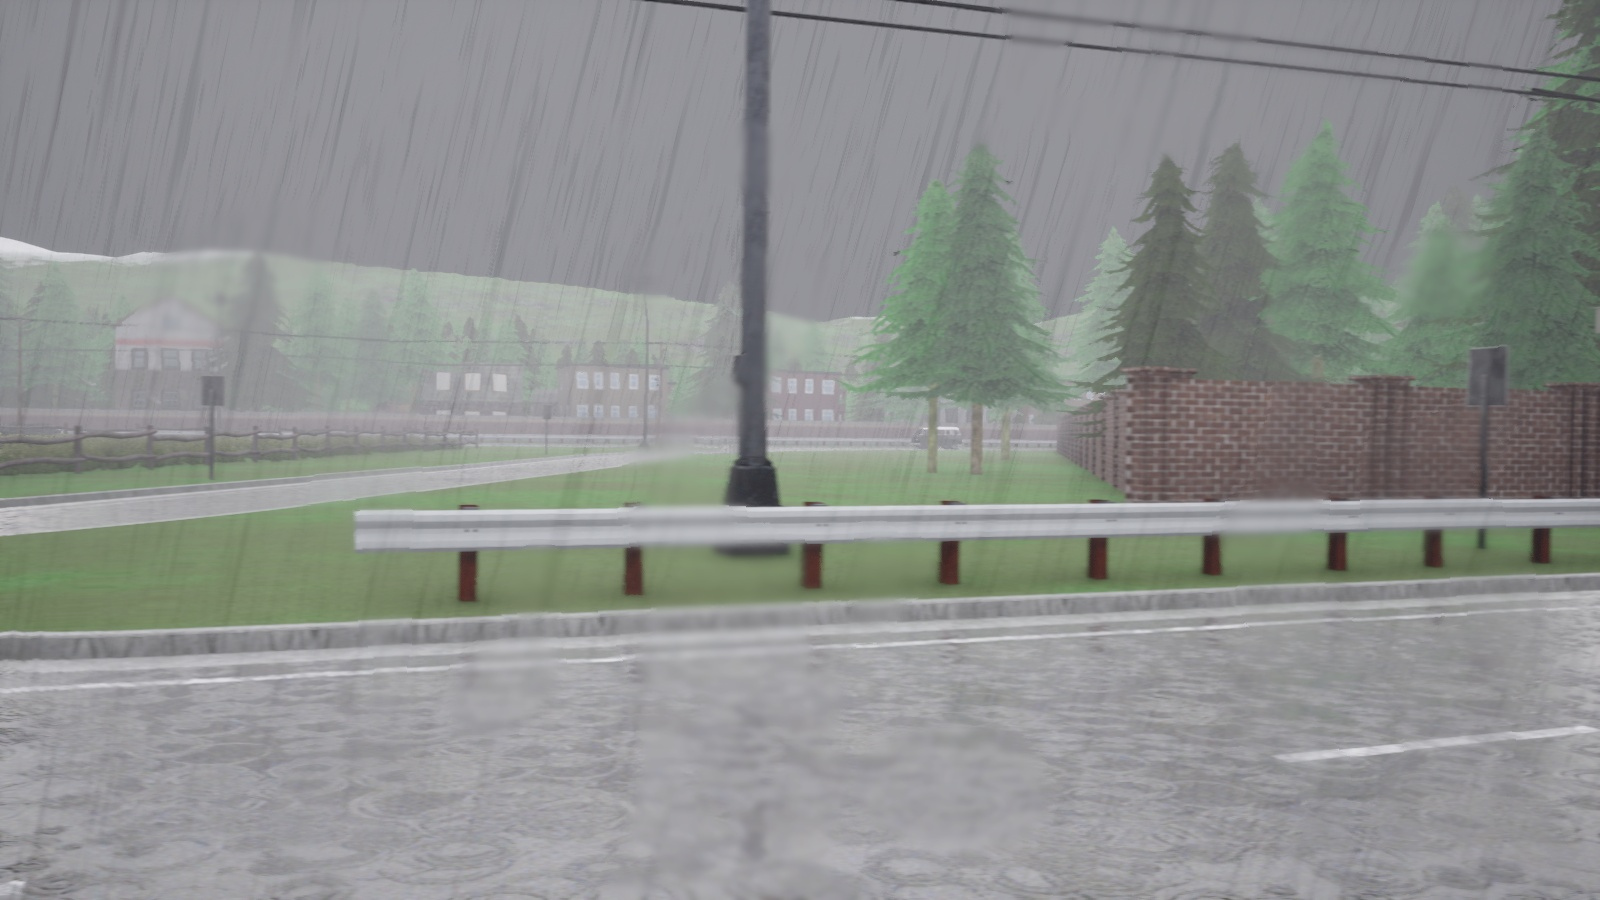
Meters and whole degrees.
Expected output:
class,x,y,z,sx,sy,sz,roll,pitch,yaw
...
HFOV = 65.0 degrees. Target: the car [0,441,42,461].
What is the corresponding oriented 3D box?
class,x,y,z,sx,sy,sz,roll,pitch,yaw
car,-52.772,0.080,82.585,4.718,1.301,1.895,-1,1,-21
